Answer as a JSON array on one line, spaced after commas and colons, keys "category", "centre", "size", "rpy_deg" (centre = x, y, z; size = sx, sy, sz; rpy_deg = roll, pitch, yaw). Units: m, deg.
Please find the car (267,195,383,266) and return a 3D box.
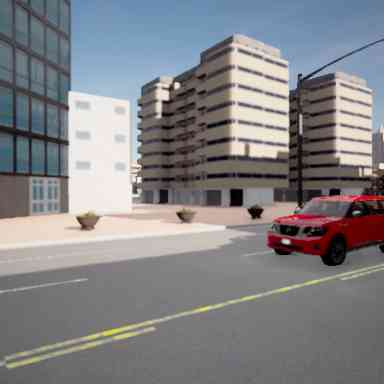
[{"category": "car", "centre": [5.149, 1.145, 11.616], "size": [5.566, 2.045, 2.150], "rpy_deg": [0, 0, -34]}]
